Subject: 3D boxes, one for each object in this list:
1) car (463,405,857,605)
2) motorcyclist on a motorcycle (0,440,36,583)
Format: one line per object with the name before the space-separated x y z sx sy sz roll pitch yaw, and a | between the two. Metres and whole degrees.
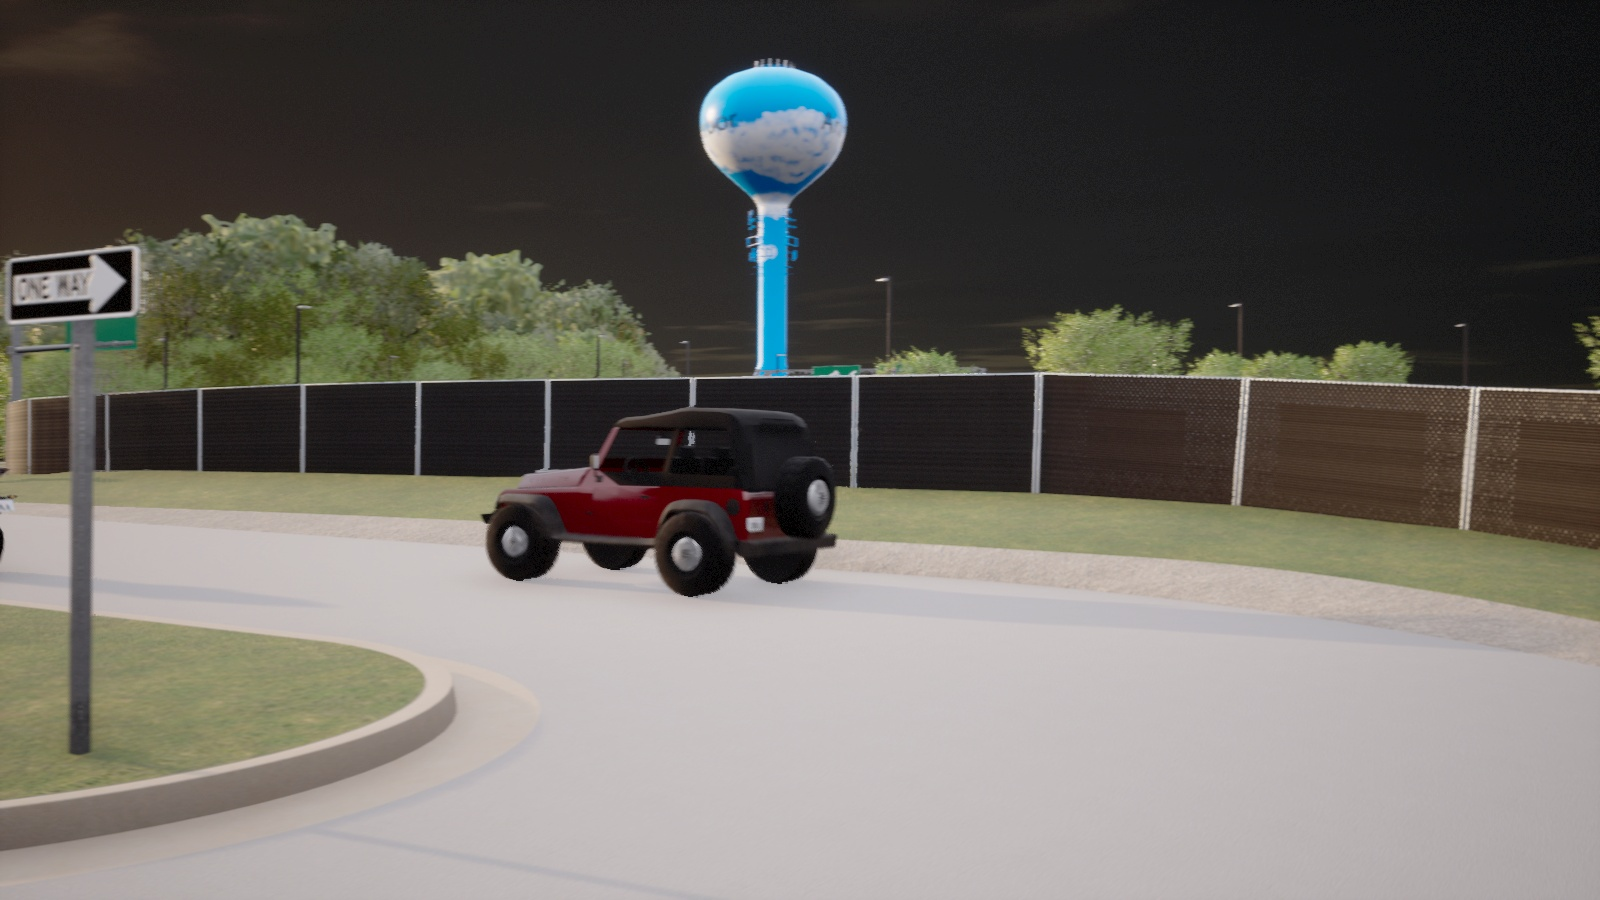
car | -1.552 0.500 13.618 3.866 1.878 1.905 1 0 32
motorcyclist on a motorcycle | -9.521 0.643 13.805 2.191 1.530 0.866 1 0 26
